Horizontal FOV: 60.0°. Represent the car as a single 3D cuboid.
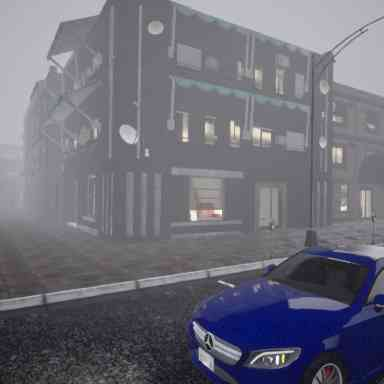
[{"bbox_3d":[2.165,1.527,4.716,4.674,1.442,1.812,0,0,-30],"label":"car"}]
